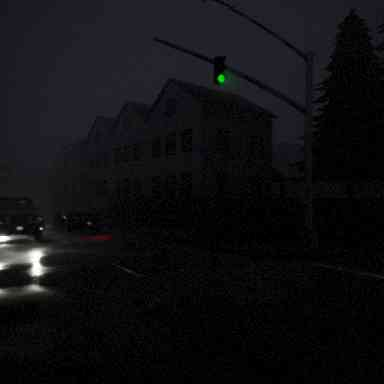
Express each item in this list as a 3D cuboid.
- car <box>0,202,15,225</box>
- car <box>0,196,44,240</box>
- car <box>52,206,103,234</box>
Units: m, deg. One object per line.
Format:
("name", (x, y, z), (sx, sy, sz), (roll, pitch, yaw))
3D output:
("car", (-15.042, 1.539, 25.317), (2.128, 1.511, 4.902), (1, -1, -35))
("car", (-9.173, 1.259, 16.937), (2.150, 2.045, 5.566), (1, -1, -35))
("car", (-7.024, 1.560, 20.131), (1.882, 1.535, 5.008), (1, -1, -35))
